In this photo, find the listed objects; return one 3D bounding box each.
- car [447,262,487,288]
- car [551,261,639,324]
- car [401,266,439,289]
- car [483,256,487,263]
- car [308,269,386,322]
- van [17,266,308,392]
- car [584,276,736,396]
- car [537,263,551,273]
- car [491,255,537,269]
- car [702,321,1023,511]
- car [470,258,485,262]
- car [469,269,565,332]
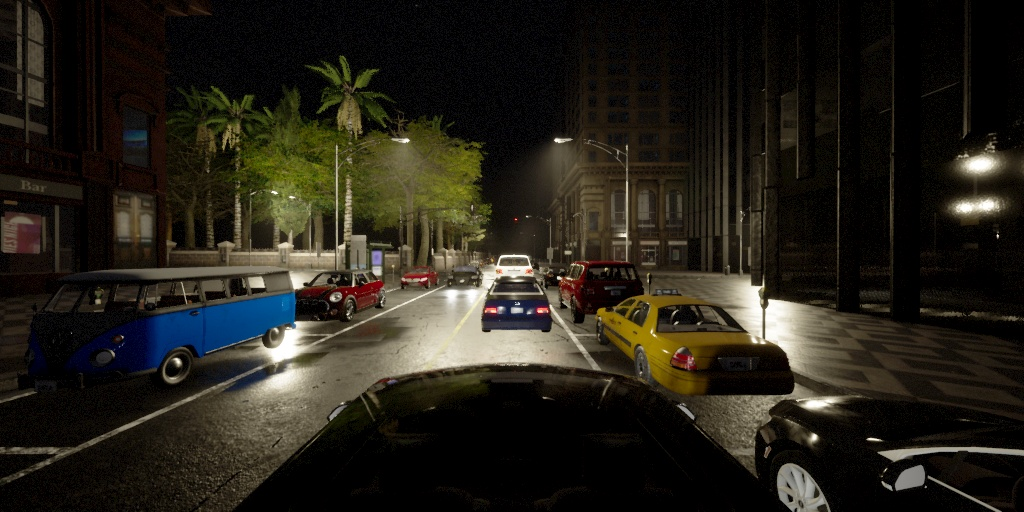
[{"bbox_3d":[-2.989,1.320,23.528,1.994,1.385,4.181,0,0,0],"label":"car"},{"bbox_3d":[2.767,1.063,11.932,2.192,1.841,5.009,0,0,0],"label":"car"},{"bbox_3d":[-5.753,1.327,22.805,1.802,1.307,4.207,0,0,0],"label":"car"},{"bbox_3d":[-5.733,1.159,60.085,1.967,1.591,4.097,0,0,0],"label":"car"},{"bbox_3d":[-5.758,1.188,11.952,1.967,1.591,4.097,0,0,0],"label":"car"},{"bbox_3d":[-5.761,1.090,6.526,1.690,1.789,3.998,0,0,0],"label":"van"},{"bbox_3d":[2.765,1.275,6.677,1.751,1.417,4.829,0,0,0],"label":"car"},{"bbox_3d":[2.773,1.310,22.783,1.948,1.339,4.313,0,0,0],"label":"car"},{"bbox_3d":[0.110,0.968,21.324,2.150,2.045,5.566,0,0,0],"label":"car"},{"bbox_3d":[2.762,1.300,1.082,2.007,1.370,4.403,0,0,0],"label":"car"},{"bbox_3d":[-5.736,1.274,54.664,2.007,1.370,4.403,0,0,0],"label":"car"},{"bbox_3d":[0.107,1.296,10.753,2.033,1.411,5.357,0,0,0],"label":"car"}]
